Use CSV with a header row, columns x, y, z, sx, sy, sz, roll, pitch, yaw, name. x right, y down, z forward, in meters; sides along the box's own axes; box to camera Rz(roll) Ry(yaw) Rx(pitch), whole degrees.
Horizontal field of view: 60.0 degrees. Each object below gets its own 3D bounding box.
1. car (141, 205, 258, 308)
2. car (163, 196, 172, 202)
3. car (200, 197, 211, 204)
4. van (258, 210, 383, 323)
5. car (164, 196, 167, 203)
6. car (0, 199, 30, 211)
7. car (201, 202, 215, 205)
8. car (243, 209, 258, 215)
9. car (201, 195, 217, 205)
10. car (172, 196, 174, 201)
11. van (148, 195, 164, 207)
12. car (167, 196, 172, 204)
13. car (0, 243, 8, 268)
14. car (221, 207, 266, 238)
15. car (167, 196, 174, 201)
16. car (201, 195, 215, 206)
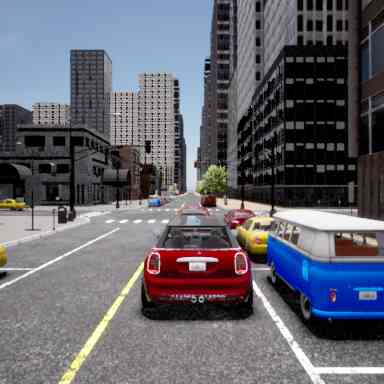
x,y,z,sx,sy,sz,roll,pitch,yaw,name
0.095,1.352,8.065,2.097,1.767,4.553,0,0,0,car
-5.732,1.668,78.251,2.008,1.369,4.403,0,0,0,car
2.654,1.655,67.211,1.947,1.339,4.313,0,0,0,car
2.684,1.341,6.923,1.690,1.788,3.998,0,0,0,van
-5.721,1.505,56.155,1.967,1.590,4.097,0,0,0,car
-21.428,1.469,38.455,4.829,1.417,1.752,0,0,0,car
0.091,1.482,17.271,1.882,1.535,5.008,0,0,0,car
2.681,1.527,12.758,1.752,1.417,4.829,0,0,0,car
2.661,1.369,50.638,2.192,1.841,5.009,0,0,0,car
-5.729,1.653,72.727,2.008,1.369,4.403,0,0,0,car
-5.719,1.395,50.632,1.690,1.788,3.998,0,0,0,van
-5.727,1.529,67.204,1.967,1.590,4.097,0,0,0,car
-5.696,1.525,6.749,1.752,1.417,4.829,0,0,0,car
2.678,1.587,18.250,1.802,1.307,4.206,0,0,0,car
-5.738,1.673,89.129,1.752,1.417,4.829,0,0,0,car
2.658,1.380,56.162,2.192,1.841,5.009,0,0,0,car
